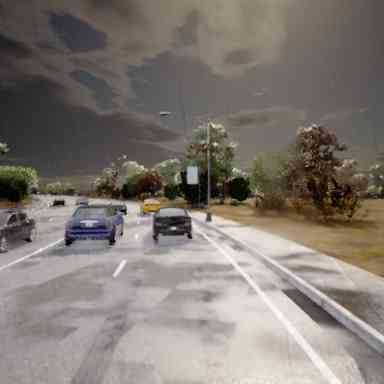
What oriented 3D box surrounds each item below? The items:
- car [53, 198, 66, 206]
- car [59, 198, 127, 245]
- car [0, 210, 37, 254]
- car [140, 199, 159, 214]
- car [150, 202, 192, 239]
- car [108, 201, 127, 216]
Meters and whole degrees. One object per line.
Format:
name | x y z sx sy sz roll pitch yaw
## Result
car | -21.645 1.657 54.426 1.895 1.301 4.718 0 0 -21
car | -4.469 1.371 15.846 2.097 1.767 4.553 0 0 -6
car | -7.914 1.530 13.528 1.837 1.490 4.892 0 0 -6
car | -4.436 1.510 35.566 1.882 1.535 5.008 0 0 -13
car | -1.129 1.492 17.487 1.882 1.535 5.008 0 0 -7
car | -7.835 1.636 34.824 1.895 1.301 4.718 0 0 -13
